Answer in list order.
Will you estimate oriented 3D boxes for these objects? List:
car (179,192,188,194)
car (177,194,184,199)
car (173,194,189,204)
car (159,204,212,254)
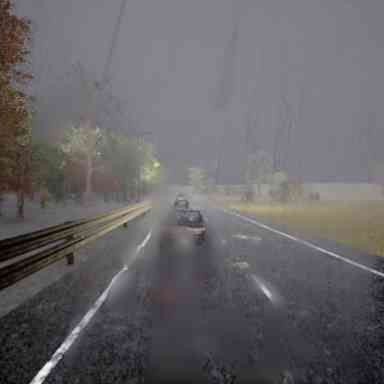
[{"bbox_3d":[-2.136,1.217,64.298,2.097,1.767,4.553,0,0,-2],"label":"car"},{"bbox_3d":[-3.227,1.254,94.434,1.882,1.535,5.008,0,0,-2],"label":"car"},{"bbox_3d":[-1.377,1.408,43.427,2.128,1.511,4.902,0,0,-2],"label":"car"},{"bbox_3d":[-0.290,1.469,13.462,2.128,1.511,4.902,0,0,-2],"label":"car"}]
